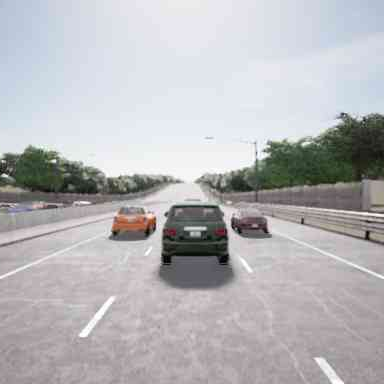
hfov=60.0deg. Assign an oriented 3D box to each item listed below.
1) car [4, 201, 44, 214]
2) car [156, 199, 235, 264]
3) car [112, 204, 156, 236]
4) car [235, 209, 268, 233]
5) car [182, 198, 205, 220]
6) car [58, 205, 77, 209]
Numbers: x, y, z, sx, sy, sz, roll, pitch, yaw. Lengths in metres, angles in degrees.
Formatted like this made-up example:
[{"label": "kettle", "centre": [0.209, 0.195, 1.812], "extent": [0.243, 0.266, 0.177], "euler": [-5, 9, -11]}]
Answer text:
[{"label": "car", "centre": [-17.597, 2.001, 34.570], "extent": [1.812, 1.442, 4.674], "euler": [0, -1, 0]}, {"label": "car", "centre": [0.100, 1.366, 12.505], "extent": [2.150, 2.045, 5.566], "euler": [0, -1, 0]}, {"label": "car", "centre": [-3.400, 1.602, 20.422], "extent": [2.097, 1.767, 4.553], "euler": [0, -1, 0]}, {"label": "car", "centre": [3.600, 1.789, 21.290], "extent": [1.812, 1.442, 4.674], "euler": [0, -1, 0]}, {"label": "car", "centre": [0.099, 1.686, 33.978], "extent": [2.150, 2.045, 5.566], "euler": [0, -1, 0]}, {"label": "car", "centre": [-14.098, 2.126, 37.392], "extent": [1.895, 1.301, 4.718], "euler": [0, -1, 0]}]
